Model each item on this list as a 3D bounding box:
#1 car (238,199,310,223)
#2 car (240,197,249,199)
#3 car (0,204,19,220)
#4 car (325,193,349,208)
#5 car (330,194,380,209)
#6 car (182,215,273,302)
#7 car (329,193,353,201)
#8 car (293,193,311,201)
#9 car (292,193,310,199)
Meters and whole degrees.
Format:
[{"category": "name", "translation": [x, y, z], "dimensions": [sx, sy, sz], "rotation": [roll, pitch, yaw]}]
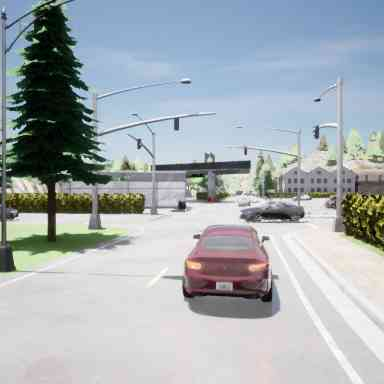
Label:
[{"category": "car", "translation": [5.872, 1.493, 24.582], "dimensions": [4.902, 1.511, 2.128], "rotation": [0, 0, -10]}, {"category": "car", "translation": [8.647, 1.525, 54.883], "dimensions": [1.812, 1.442, 4.674], "rotation": [0, 0, 10]}, {"category": "car", "translation": [-16.205, 1.491, 26.282], "dimensions": [4.902, 1.511, 2.128], "rotation": [0, 0, 9]}, {"category": "car", "translation": [19.533, 1.330, 42.034], "dimensions": [5.027, 1.636, 2.152], "rotation": [0, 0, 9]}, {"category": "car", "translation": [19.087, 1.339, 38.929], "dimensions": [4.514, 1.523, 2.007], "rotation": [0, 0, 9]}, {"category": "car", "translation": [0.941, 1.526, 8.249], "dimensions": [1.812, 1.442, 4.674], "rotation": [0, 0, 9]}, {"category": "car", "translation": [33.290, 1.097, 74.560], "dimensions": [4.605, 1.855, 1.932], "rotation": [0, 0, 9]}, {"category": "car", "translation": [26.042, 1.077, 79.052], "dimensions": [3.866, 1.878, 1.905], "rotation": [0, 0, 9]}, {"category": "car", "translation": [24.912, 1.361, 75.867], "dimensions": [3.806, 1.475, 1.970], "rotation": [0, 0, 9]}]
